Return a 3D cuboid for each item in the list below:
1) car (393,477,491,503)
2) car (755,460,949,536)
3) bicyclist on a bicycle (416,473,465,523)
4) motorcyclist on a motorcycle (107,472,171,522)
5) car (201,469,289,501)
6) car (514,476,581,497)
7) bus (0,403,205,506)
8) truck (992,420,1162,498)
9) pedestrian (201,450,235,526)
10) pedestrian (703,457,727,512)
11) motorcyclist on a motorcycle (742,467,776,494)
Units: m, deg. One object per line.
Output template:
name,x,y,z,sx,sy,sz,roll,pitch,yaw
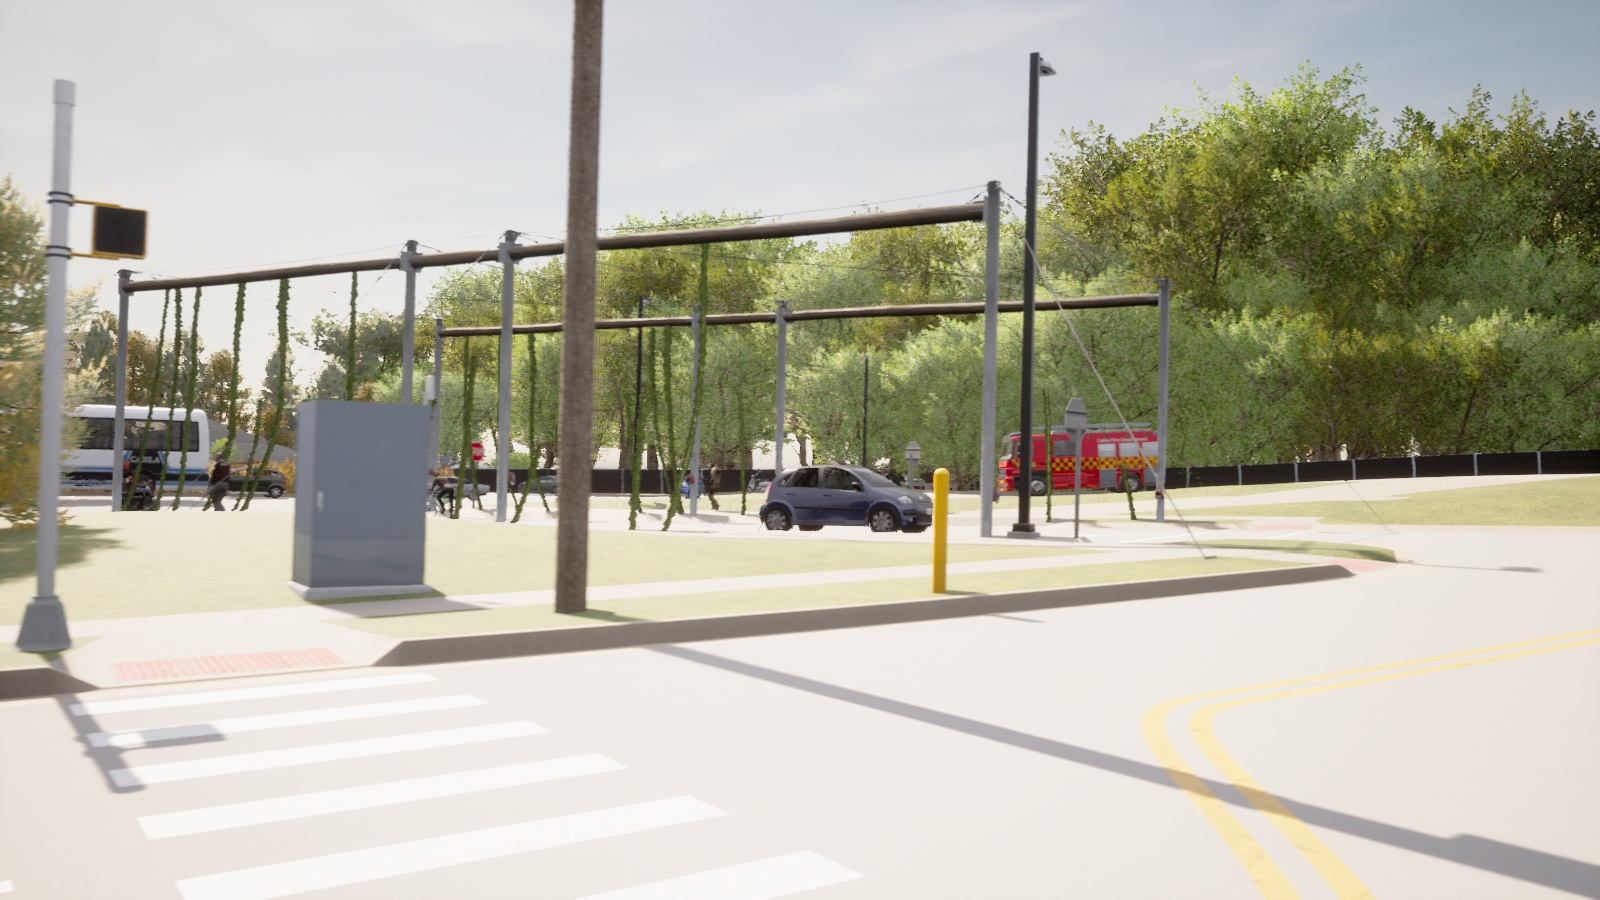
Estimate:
car,-19.163,2.147,67.415,1.895,1.301,4.718,-1,-2,44
car,1.159,1.094,28.540,3.988,1.617,1.851,-1,-2,30
bicyclist on a bicycle,-12.010,1.601,41.893,1.656,1.620,0.582,-1,-2,31
motorcyclist on a motorcycle,-22.177,1.566,42.099,2.350,1.649,0.766,0,-2,31
car,-27.646,1.751,62.593,3.705,1.549,1.789,2,-1,-35
car,-17.416,2.506,86.565,4.181,1.385,1.994,0,0,25
bus,-32.130,0.233,55.093,10.273,4.253,3.944,2,-1,-35
truck,14.995,0.522,68.410,8.468,3.827,2.891,-2,-1,-1
pedestrian,-14.438,0.947,31.167,0.720,1.854,0.376,1,-1,31
pedestrian,-3.014,1.239,44.649,0.692,1.930,0.396,1,-1,33
motorcyclist on a motorcycle,-2.608,1.949,79.757,1.817,1.590,0.866,-4,0,26
